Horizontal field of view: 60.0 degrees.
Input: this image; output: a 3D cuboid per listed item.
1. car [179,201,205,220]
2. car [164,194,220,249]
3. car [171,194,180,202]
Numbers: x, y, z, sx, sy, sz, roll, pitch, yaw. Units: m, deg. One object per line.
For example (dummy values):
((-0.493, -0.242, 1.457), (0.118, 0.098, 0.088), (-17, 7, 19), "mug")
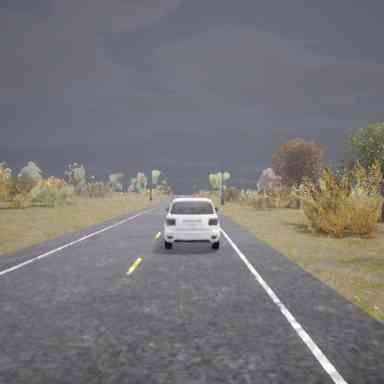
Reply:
((0.000, 1.573, 29.651), (2.033, 1.411, 5.357), (0, 0, 0), "car")
((0.000, 1.260, 14.681), (2.150, 2.045, 5.566), (0, 0, 0), "car")
((-3.761, 1.363, 75.976), (2.097, 1.767, 4.553), (0, 0, -3), "car")
